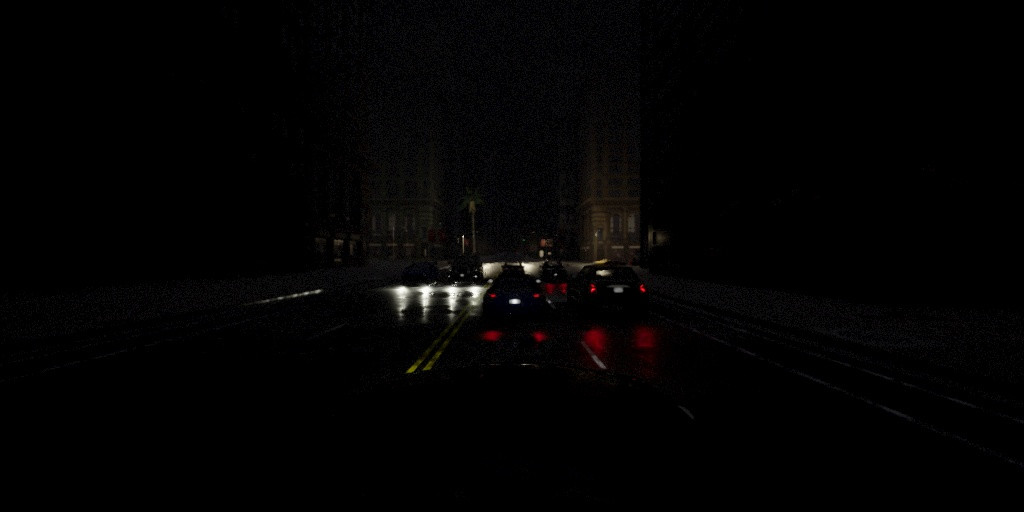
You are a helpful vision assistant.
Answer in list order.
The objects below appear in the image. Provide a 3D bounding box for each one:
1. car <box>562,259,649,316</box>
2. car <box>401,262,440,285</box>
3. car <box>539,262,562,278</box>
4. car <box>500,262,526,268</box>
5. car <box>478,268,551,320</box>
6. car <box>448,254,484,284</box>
[{"bbox_3d":[3.337,1.087,13.343,2.097,1.767,4.553,0,0,0],"label":"car"},{"bbox_3d":[-6.608,1.192,26.216,1.882,1.535,5.008,0,0,0],"label":"car"},{"bbox_3d":[3.335,1.198,29.689,2.128,1.511,4.902,0,0,0],"label":"car"},{"bbox_3d":[0.085,1.198,29.698,2.128,1.511,4.902,0,0,0],"label":"car"},{"bbox_3d":[0.086,1.301,12.554,1.994,1.385,4.181,0,0,0],"label":"car"},{"bbox_3d":[-3.358,0.935,26.915,2.150,2.045,5.566,0,0,0],"label":"car"}]
